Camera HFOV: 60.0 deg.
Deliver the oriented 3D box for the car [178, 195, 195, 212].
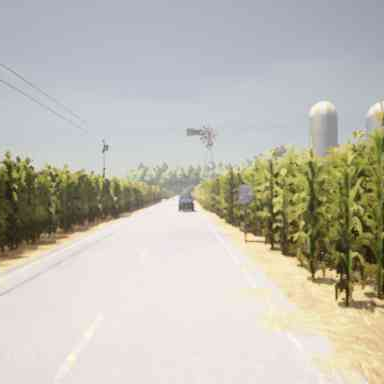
[{"bbox_3d":[-0.658,1.508,39.596,1.882,1.535,5.008,0,0,-1],"label":"car"}]
